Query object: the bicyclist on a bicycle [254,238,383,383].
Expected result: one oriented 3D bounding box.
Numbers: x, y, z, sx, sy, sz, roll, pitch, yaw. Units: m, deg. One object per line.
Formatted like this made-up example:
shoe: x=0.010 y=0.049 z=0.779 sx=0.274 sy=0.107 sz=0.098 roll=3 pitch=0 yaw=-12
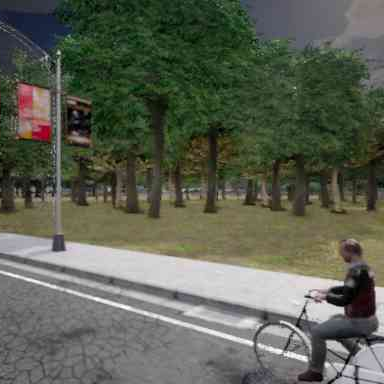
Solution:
bicyclist on a bicycle: x=1.499 y=1.371 z=3.590 sx=1.843 sy=1.776 sz=0.659 roll=0 pitch=0 yaw=36
